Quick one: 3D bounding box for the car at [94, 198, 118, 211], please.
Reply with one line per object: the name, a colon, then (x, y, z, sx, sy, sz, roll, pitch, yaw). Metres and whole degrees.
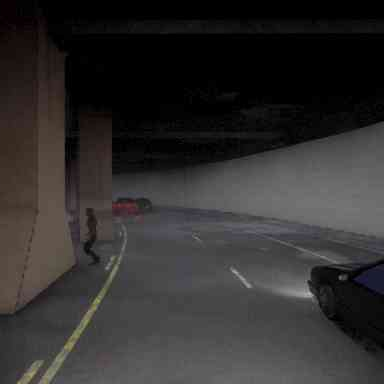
car: (-11.151, 1.526, 42.773, 1.812, 1.442, 4.674, 0, 0, -29)

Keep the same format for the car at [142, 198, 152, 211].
car: (-6.389, 1.504, 41.046, 1.837, 1.490, 4.892, 0, 0, -26)

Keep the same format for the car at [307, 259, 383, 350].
car: (3.350, 1.548, 4.239, 2.033, 1.411, 5.357, 0, 0, -3)

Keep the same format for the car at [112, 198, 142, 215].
car: (-6.877, 1.352, 33.766, 2.097, 1.767, 4.553, 0, 0, -22)

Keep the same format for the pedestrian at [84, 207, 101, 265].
pedestrian: (-3.040, 1.294, 10.071, 0.375, 1.860, 0.375, 0, 0, -7)
